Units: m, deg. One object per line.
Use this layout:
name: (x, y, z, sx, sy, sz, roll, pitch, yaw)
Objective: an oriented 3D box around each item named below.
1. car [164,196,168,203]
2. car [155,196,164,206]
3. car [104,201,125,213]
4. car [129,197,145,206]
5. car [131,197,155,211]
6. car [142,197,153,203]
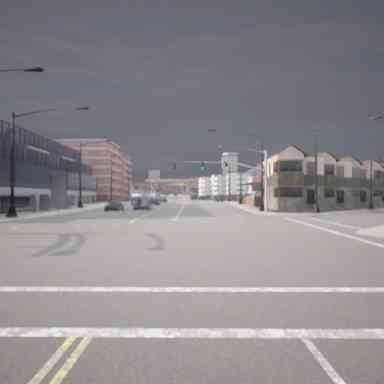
car: (-6.924, 1.635, 78.045, 2.097, 1.767, 4.553, 0, 0, 0)
car: (-6.988, 1.860, 62.495, 2.033, 1.411, 5.357, 0, 1, 1)
car: (-10.556, 2.004, 45.521, 2.033, 1.411, 5.357, 0, 0, 0)
car: (-10.478, 1.785, 63.851, 2.128, 1.511, 4.902, 0, 1, 1)
car: (-7.052, 1.807, 47.609, 2.097, 1.767, 4.553, 0, 0, 0)
car: (-10.423, 1.877, 78.718, 1.895, 1.301, 4.718, 0, 0, 0)
